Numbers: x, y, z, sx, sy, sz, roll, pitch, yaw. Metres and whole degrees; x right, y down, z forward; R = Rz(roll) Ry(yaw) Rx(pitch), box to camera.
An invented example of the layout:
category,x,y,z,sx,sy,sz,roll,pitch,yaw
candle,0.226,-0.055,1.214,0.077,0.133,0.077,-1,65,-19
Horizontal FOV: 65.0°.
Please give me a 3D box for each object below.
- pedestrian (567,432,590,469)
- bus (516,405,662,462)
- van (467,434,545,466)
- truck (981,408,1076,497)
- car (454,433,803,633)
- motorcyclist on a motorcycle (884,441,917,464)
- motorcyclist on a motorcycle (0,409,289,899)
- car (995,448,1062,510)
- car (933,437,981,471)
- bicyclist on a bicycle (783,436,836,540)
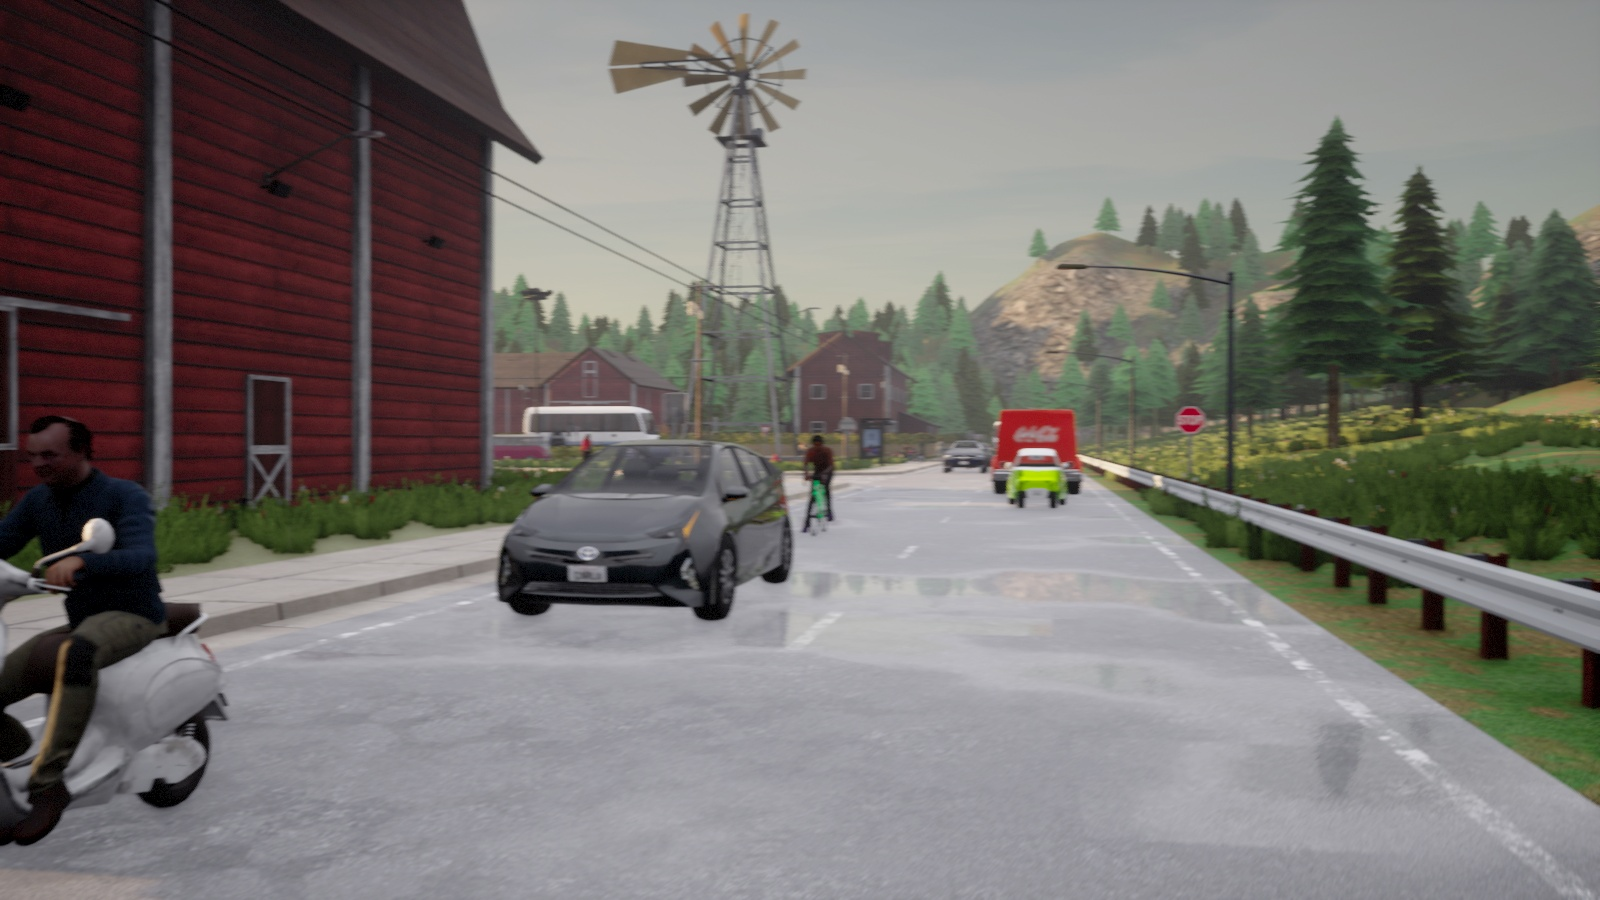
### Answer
category,x,y,z,sx,sy,sz,roll,pitch,yaw
pedestrian,-10.890,0.023,61.790,0.899,1.844,0.634,0,0,30
bus,-16.062,-1.216,96.076,10.273,4.253,3.944,0,0,10
van,-18.486,0.000,79.156,4.442,1.987,1.775,0,0,6
truck,6.854,0.068,37.707,2.627,2.467,5.204,0,0,10
car,-1.355,0.622,12.012,2.007,1.525,4.514,0,0,10
motorcyclist on a motorcycle,7.396,0.206,92.017,2.350,1.649,0.766,0,0,9
motorcyclist on a motorcycle,-2.727,0.666,4.436,0.866,1.590,1.817,0,0,10
car,5.388,0.652,29.610,1.481,1.376,2.207,0,1,10
car,8.013,0.194,63.751,2.152,1.651,5.027,0,0,10
bicyclist on a bicycle,0.166,0.586,20.412,0.582,1.620,1.656,0,1,10
